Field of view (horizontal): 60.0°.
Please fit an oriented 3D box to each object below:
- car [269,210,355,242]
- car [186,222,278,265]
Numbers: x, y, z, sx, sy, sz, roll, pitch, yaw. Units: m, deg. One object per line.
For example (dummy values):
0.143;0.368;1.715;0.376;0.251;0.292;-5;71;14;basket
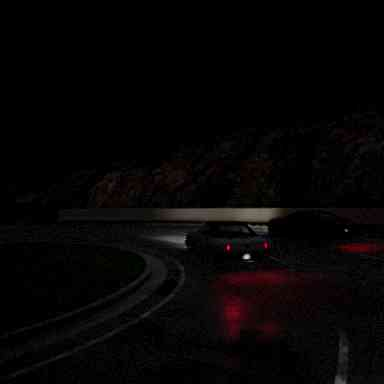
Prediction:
6.203;1.723;17.947;1.882;1.535;5.008;1;-2;-26;car
1.158;1.825;12.793;1.895;1.301;4.718;0;-1;-15;car
